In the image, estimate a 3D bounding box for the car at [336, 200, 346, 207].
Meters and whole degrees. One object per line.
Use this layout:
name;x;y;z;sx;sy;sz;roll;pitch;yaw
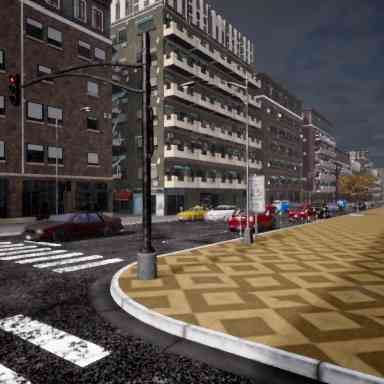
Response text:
car;39.166;2.882;87.162;1.690;1.788;3.998;-2;-2;35

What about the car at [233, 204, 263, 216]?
car;6.963;2.222;40.870;1.947;1.339;4.313;-2;-2;35

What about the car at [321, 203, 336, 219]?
car;13.786;2.141;36.120;1.947;1.339;4.313;-2;-2;35

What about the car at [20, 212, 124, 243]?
car;-6.086;1.765;17.655;2.033;1.411;5.357;-1;-1;35

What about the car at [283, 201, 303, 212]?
car;16.652;2.361;54.777;1.967;1.590;4.097;-2;-2;35

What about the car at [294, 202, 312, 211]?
car;19.884;2.554;59.409;1.887;1.381;4.507;-2;-2;35

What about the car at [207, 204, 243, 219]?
car;3.635;2.090;36.096;1.752;1.417;4.829;-2;-2;35

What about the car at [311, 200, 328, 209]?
car;26.342;2.501;68.685;2.192;1.841;5.009;-2;-2;35

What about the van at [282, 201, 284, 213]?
van;13.421;2.174;50.145;1.690;1.788;3.998;-2;-2;35

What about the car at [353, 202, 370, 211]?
car;29.937;2.583;59.293;1.947;1.339;4.313;-2;-2;35

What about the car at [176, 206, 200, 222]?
car;0.404;2.002;31.462;1.752;1.417;4.829;-2;-2;35

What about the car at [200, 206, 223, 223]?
car;2.962;1.990;30.628;1.812;1.442;4.674;-1;-1;35

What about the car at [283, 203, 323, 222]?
car;10.555;2.032;31.486;1.887;1.381;4.507;-2;-2;35

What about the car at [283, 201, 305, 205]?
car;15.643;2.354;48.662;2.033;1.411;5.357;-1;-1;35

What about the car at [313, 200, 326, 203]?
car;17.621;2.267;46.077;1.837;1.490;4.892;-1;-1;35

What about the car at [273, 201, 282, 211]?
car;10.192;2.289;45.505;1.887;1.381;4.507;-2;-2;35

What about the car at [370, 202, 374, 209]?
car;36.397;2.744;68.563;2.008;1.369;4.403;-2;-2;35

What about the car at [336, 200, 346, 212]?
car;23.425;2.468;54.417;2.033;1.411;5.357;-1;-1;36

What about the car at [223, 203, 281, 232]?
car;4.093;1.751;22.219;1.967;1.590;4.097;-2;-2;35
